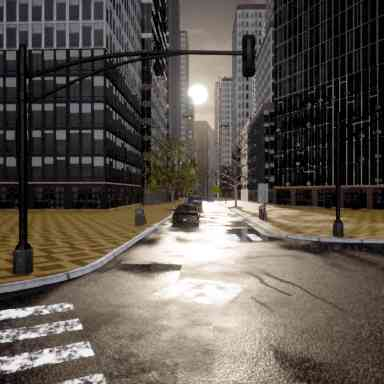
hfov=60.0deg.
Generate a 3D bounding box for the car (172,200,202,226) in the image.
[{"bbox_3d":[-0.397,1.654,25.400,1.882,1.535,5.008,0,0,2],"label":"car"}]

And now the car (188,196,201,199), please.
[{"bbox_3d":[0.389,1.554,46.265,2.150,2.045,5.566,0,0,2],"label":"car"}]

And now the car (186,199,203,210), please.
[{"bbox_3d":[-0.011,1.777,35.613,1.812,1.442,4.674,0,0,2],"label":"car"}]
